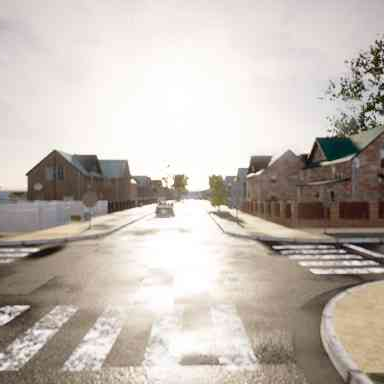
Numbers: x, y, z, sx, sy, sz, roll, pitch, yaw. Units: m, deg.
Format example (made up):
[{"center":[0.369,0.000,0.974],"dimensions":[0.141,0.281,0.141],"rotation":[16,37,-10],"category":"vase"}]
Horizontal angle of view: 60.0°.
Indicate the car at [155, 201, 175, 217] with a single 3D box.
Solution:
[{"center":[-2.742,1.737,34.677],"dimensions":[2.128,1.511,4.902],"rotation":[0,0,0],"category":"car"}]
